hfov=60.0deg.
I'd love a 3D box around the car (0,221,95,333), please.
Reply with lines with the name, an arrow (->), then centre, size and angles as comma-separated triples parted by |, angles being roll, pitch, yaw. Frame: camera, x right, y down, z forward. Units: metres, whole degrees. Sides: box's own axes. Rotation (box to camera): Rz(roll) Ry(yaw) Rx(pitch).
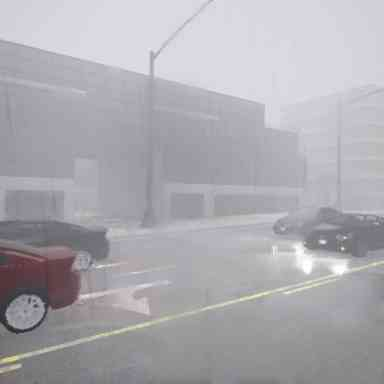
car -> -4.341, 1.476, 5.189 | 5.008, 1.535, 1.882 | 0, 0, -36

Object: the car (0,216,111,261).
car -> -4.785, 1.477, 9.175 | 5.008, 1.535, 1.882 | 0, 0, -36

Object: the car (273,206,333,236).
car -> 6.165, 1.457, 16.987 | 4.674, 1.442, 1.812 | -1, 0, -35

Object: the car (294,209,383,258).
car -> 6.142, 1.522, 12.672 | 4.181, 1.385, 1.994 | -1, 0, -36
